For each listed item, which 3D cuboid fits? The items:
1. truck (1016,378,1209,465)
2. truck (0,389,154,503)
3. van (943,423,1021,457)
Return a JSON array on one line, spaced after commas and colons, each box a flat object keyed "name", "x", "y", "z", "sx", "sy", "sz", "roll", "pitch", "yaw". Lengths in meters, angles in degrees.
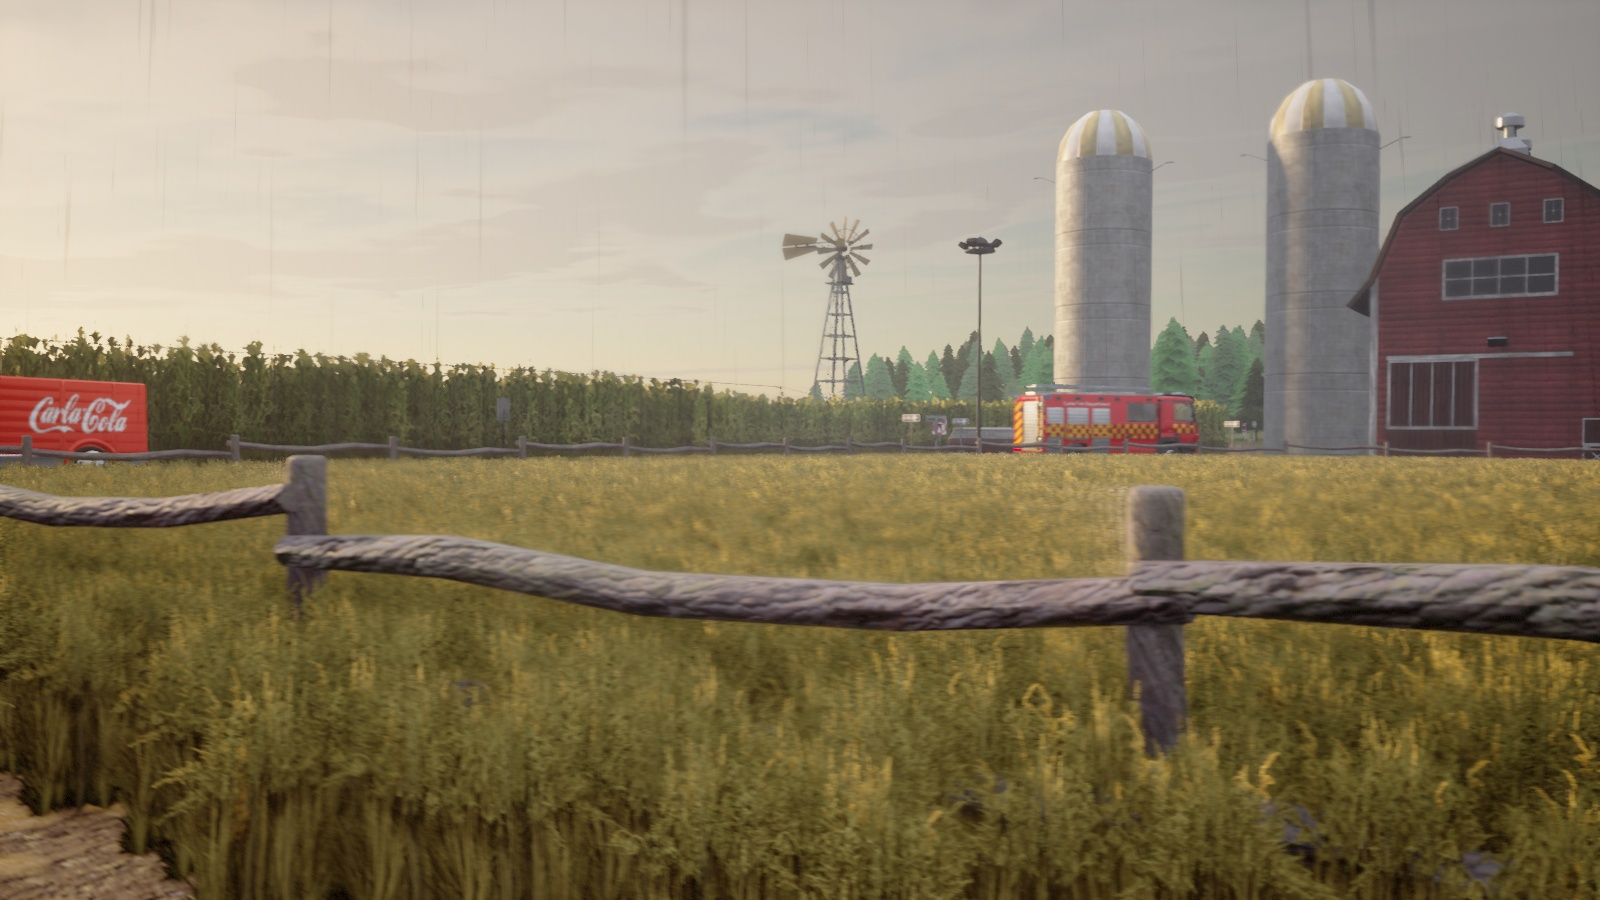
[{"name": "truck", "x": 14.511, "y": -1.328, "z": 58.275, "sx": 8.468, "sy": 3.827, "sz": 2.891, "roll": -1, "pitch": 1, "yaw": -20}, {"name": "truck", "x": -17.918, "y": -0.095, "z": 28.466, "sx": 2.627, "sy": 2.467, "sz": 5.204, "roll": 0, "pitch": 0, "yaw": 34}, {"name": "van", "x": 11.120, "y": -0.612, "z": 76.680, "sx": 4.442, "sy": 1.987, "sz": 1.775, "roll": 0, "pitch": 1, "yaw": 18}]
